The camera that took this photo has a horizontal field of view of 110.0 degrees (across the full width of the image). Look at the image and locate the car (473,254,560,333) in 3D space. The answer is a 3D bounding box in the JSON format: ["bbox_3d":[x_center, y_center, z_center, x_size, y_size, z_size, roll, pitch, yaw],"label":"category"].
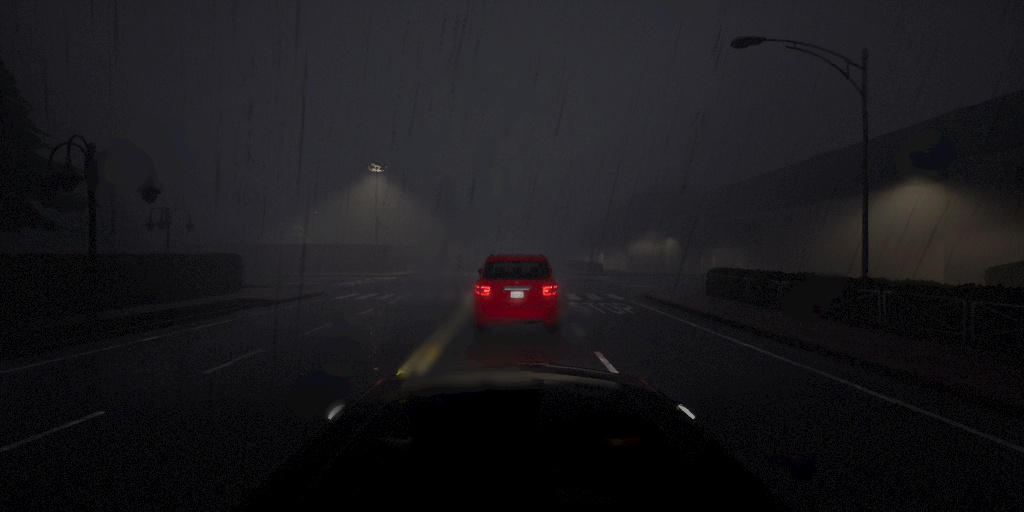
[{"bbox_3d":[0.122,0.971,10.847,2.150,2.045,5.566,0,0,0],"label":"car"}]

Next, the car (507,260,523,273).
[{"bbox_3d":[0.340,1.228,44.130,1.882,1.535,5.008,0,0,1],"label":"car"}]
